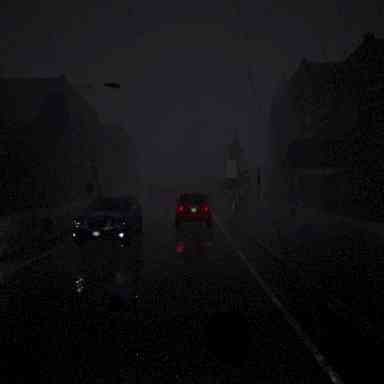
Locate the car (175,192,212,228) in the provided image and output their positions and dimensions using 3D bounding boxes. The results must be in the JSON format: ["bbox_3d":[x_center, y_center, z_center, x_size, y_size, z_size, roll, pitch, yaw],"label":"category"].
[{"bbox_3d":[0.099,1.026,21.105,2.150,2.045,5.566,0,2,0],"label":"car"}]

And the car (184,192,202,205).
[{"bbox_3d":[0.096,0.780,41.761,2.128,1.511,4.902,0,1,0],"label":"car"}]

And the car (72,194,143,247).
[{"bbox_3d":[-3.602,1.157,15.252,2.150,2.045,5.566,0,1,0],"label":"car"}]
